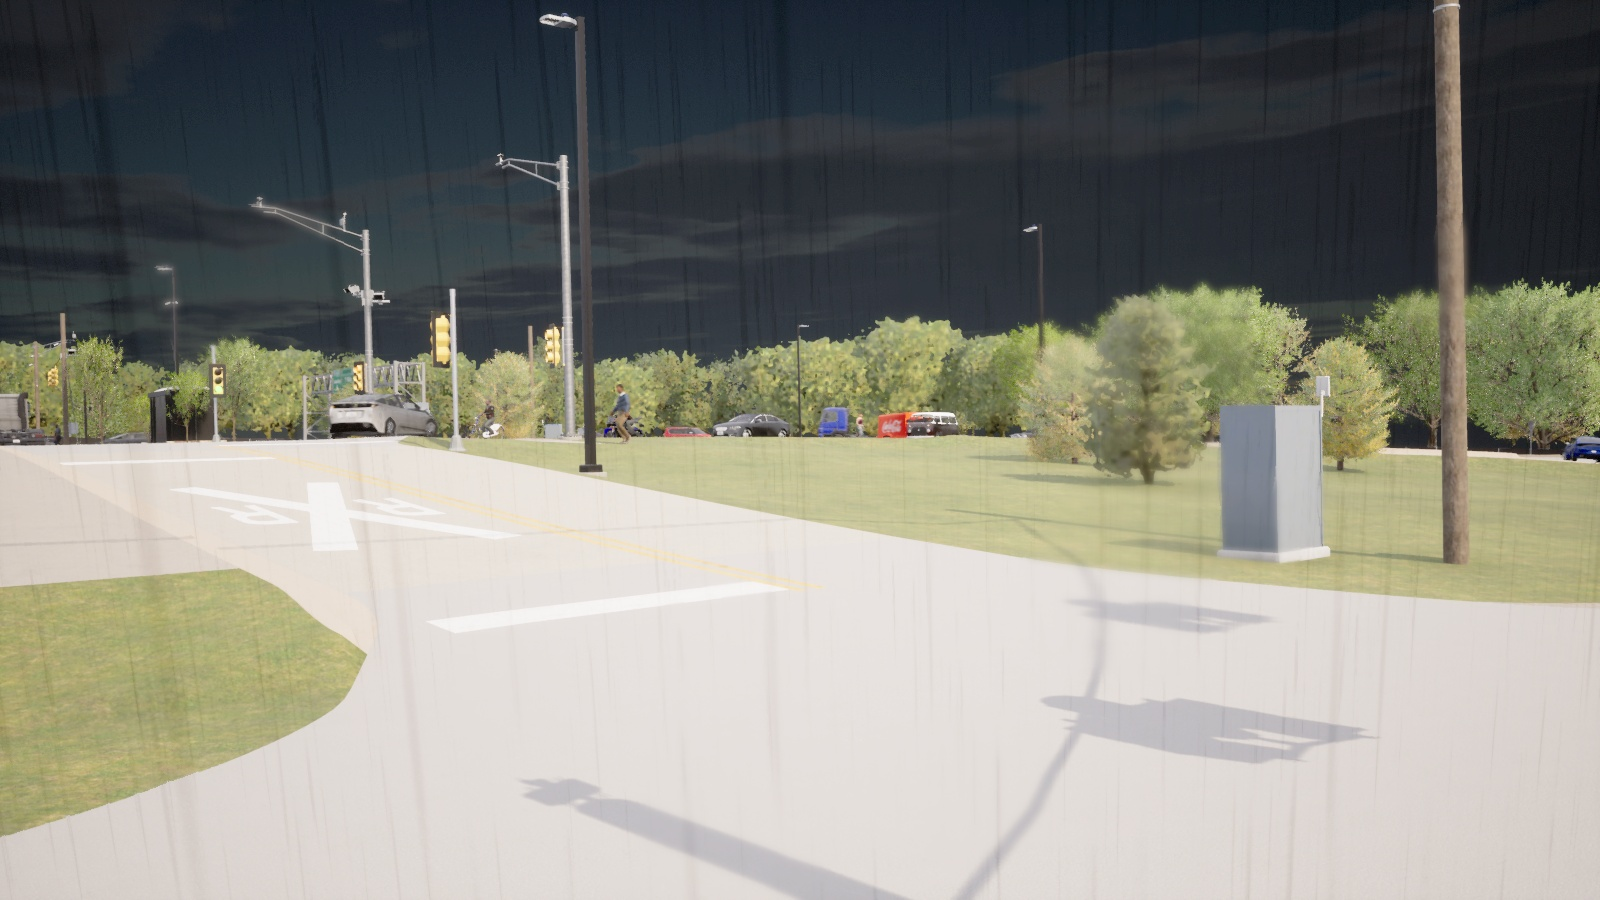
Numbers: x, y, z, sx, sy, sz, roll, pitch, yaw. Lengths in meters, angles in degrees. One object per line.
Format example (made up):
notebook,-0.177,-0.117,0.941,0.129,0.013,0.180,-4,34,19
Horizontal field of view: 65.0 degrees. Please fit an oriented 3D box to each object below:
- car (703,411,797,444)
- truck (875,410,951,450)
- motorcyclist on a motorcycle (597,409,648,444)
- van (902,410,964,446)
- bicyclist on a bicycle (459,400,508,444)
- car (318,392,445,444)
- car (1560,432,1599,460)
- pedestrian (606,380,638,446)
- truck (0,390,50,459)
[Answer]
car,-2.435,-1.099,62.692,2.128,1.511,4.902,-1,-1,36
truck,7.768,-1.374,86.769,2.627,2.467,5.204,-2,-1,-30
motorcyclist on a motorcycle,-7.997,-1.046,56.678,0.866,1.530,2.191,-1,-1,44
van,8.011,-1.293,75.504,2.069,2.038,4.480,-1,-1,29
bicyclist on a bicycle,-13.022,-1.157,51.703,1.843,1.776,0.659,-1,0,-43
car,-13.284,-1.002,40.174,2.007,1.525,4.514,-2,1,8
car,46.946,-0.228,75.054,1.882,1.535,5.008,4,1,24
pedestrian,-5.309,-1.097,37.529,0.788,1.949,0.423,-2,1,-38
truck,-42.455,-1.261,66.995,2.891,3.462,7.936,-2,1,-39
